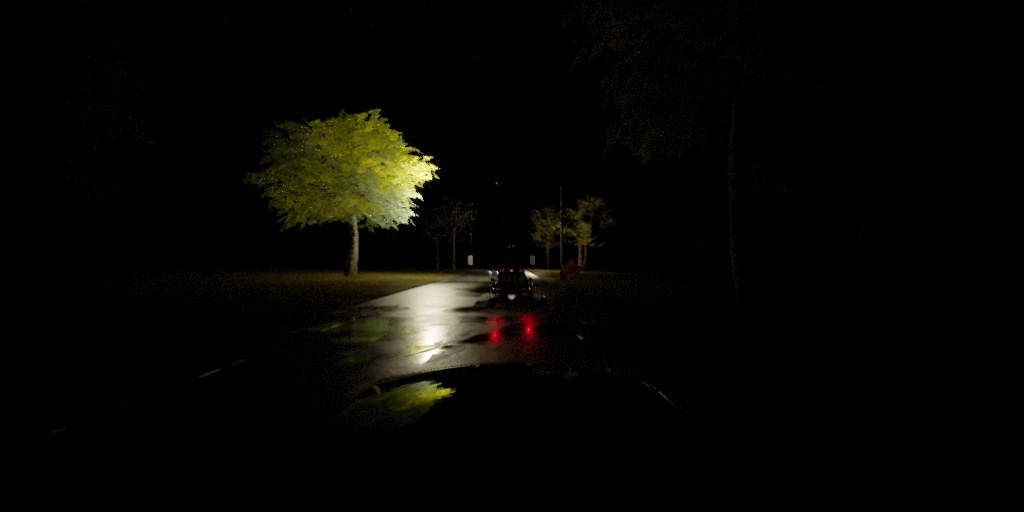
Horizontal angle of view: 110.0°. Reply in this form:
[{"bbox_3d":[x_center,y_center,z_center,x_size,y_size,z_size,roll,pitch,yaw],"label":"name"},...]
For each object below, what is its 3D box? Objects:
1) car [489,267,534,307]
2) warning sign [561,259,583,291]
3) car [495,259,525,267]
[{"bbox_3d":[-0.014,1.423,16.251,1.812,1.442,4.674,0,0,0],"label":"car"},{"bbox_3d":[3.525,1.076,21.472,1.300,1.860,1.060,0,0,0],"label":"warning sign"},{"bbox_3d":[-0.036,1.308,30.889,2.150,2.045,5.566,0,-1,0],"label":"car"}]
